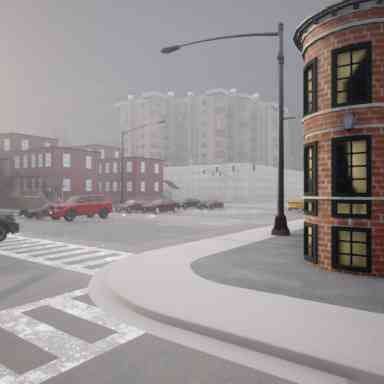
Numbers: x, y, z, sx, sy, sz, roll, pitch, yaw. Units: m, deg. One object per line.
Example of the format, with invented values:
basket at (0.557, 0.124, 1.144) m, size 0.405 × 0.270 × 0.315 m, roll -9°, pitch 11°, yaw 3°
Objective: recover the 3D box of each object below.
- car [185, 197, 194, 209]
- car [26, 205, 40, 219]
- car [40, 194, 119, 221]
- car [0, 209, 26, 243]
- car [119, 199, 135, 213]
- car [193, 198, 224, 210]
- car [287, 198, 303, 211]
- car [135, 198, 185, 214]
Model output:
car at (-0.706, 1.492, 45.289) m, size 2.128 × 1.511 × 4.902 m, roll 0°, pitch 0°, yaw 36°
car at (-12.212, 1.547, 29.235) m, size 2.033 × 1.411 × 5.357 m, roll 0°, pitch 0°, yaw 36°
car at (-9.131, 1.221, 27.524) m, size 2.150 × 2.045 × 5.566 m, roll 0°, pitch 0°, yaw 36°
car at (-10.425, 1.221, 13.967) m, size 2.150 × 2.045 × 5.566 m, roll 1°, pitch 0°, yaw 44°
car at (-6.483, 1.526, 37.227) m, size 1.812 × 1.442 × 4.674 m, roll 0°, pitch 0°, yaw 35°
car at (2.514, 1.564, 43.776) m, size 1.994 × 1.385 × 4.181 m, roll 0°, pitch 0°, yaw 35°
car at (13.160, 1.478, 40.312) m, size 1.882 × 1.535 × 5.008 m, roll 0°, pitch 0°, yaw 36°
car at (-3.337, 1.478, 35.624) m, size 1.882 × 1.535 × 5.008 m, roll 0°, pitch 0°, yaw 36°
